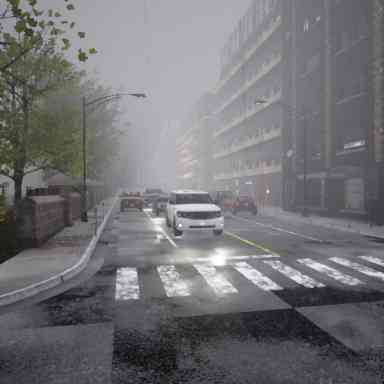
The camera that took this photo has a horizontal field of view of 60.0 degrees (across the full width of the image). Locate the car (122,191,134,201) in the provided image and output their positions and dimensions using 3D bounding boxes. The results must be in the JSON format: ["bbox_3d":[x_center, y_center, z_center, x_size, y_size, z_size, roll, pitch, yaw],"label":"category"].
[{"bbox_3d":[-10.044,0.602,52.154,1.752,1.417,4.829,1,1,-12],"label":"car"}]

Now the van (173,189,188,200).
[{"bbox_3d":[-1.870,0.366,54.018,1.690,1.788,3.998,1,1,-12],"label":"van"}]

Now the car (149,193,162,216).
[{"bbox_3d":[-2.137,1.055,26.714,1.812,1.442,4.674,0,1,-12],"label":"car"}]

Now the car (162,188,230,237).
[{"bbox_3d":[-0.042,0.930,16.766,2.150,2.045,5.566,0,1,-10],"label":"car"}]

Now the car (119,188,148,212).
[{"bbox_3d":[-5.590,0.779,30.687,2.192,1.841,5.009,1,1,-12],"label":"car"}]

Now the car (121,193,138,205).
[{"bbox_3d":[-7.837,0.834,41.506,1.947,1.339,4.313,1,1,-12],"label":"car"}]

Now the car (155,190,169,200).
[{"bbox_3d":[-5.095,0.495,56.241,1.837,1.490,4.892,0,1,-12],"label":"car"}]

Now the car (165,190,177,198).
[{"bbox_3d":[-4.149,0.352,65.001,1.752,1.417,4.829,1,1,-12],"label":"car"}]

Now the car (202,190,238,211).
[{"bbox_3d":[2.614,0.730,32.386,2.192,1.841,5.009,1,1,-12],"label":"car"}]

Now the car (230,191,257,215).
[{"bbox_3d":[3.734,0.953,26.981,1.967,1.590,4.097,1,1,-12],"label":"car"}]

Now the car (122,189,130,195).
[{"bbox_3d":[-17.926,-0.043,90.174,1.947,1.339,4.313,1,1,-12],"label":"car"}]

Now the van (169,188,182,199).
[{"bbox_3d":[-2.991,0.268,59.425,1.690,1.788,3.998,1,1,-12],"label":"van"}]

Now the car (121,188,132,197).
[{"bbox_3d":[-14.559,-0.002,73.948,2.192,1.841,5.009,1,1,-12],"label":"car"}]

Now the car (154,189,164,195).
[{"bbox_3d":[-8.600,0.005,86.466,1.947,1.339,4.313,1,1,-12],"label":"car"}]

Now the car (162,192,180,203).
[{"bbox_3d":[-3.038,0.765,46.593,1.895,1.301,4.718,0,1,-11],"label":"car"}]

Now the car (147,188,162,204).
[{"bbox_3d":[-4.282,0.563,37.114,2.150,2.045,5.566,0,1,-11],"label":"car"}]

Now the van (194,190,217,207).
[{"bbox_3d":[1.493,0.659,37.794,1.690,1.788,3.998,1,1,-12],"label":"van"}]
